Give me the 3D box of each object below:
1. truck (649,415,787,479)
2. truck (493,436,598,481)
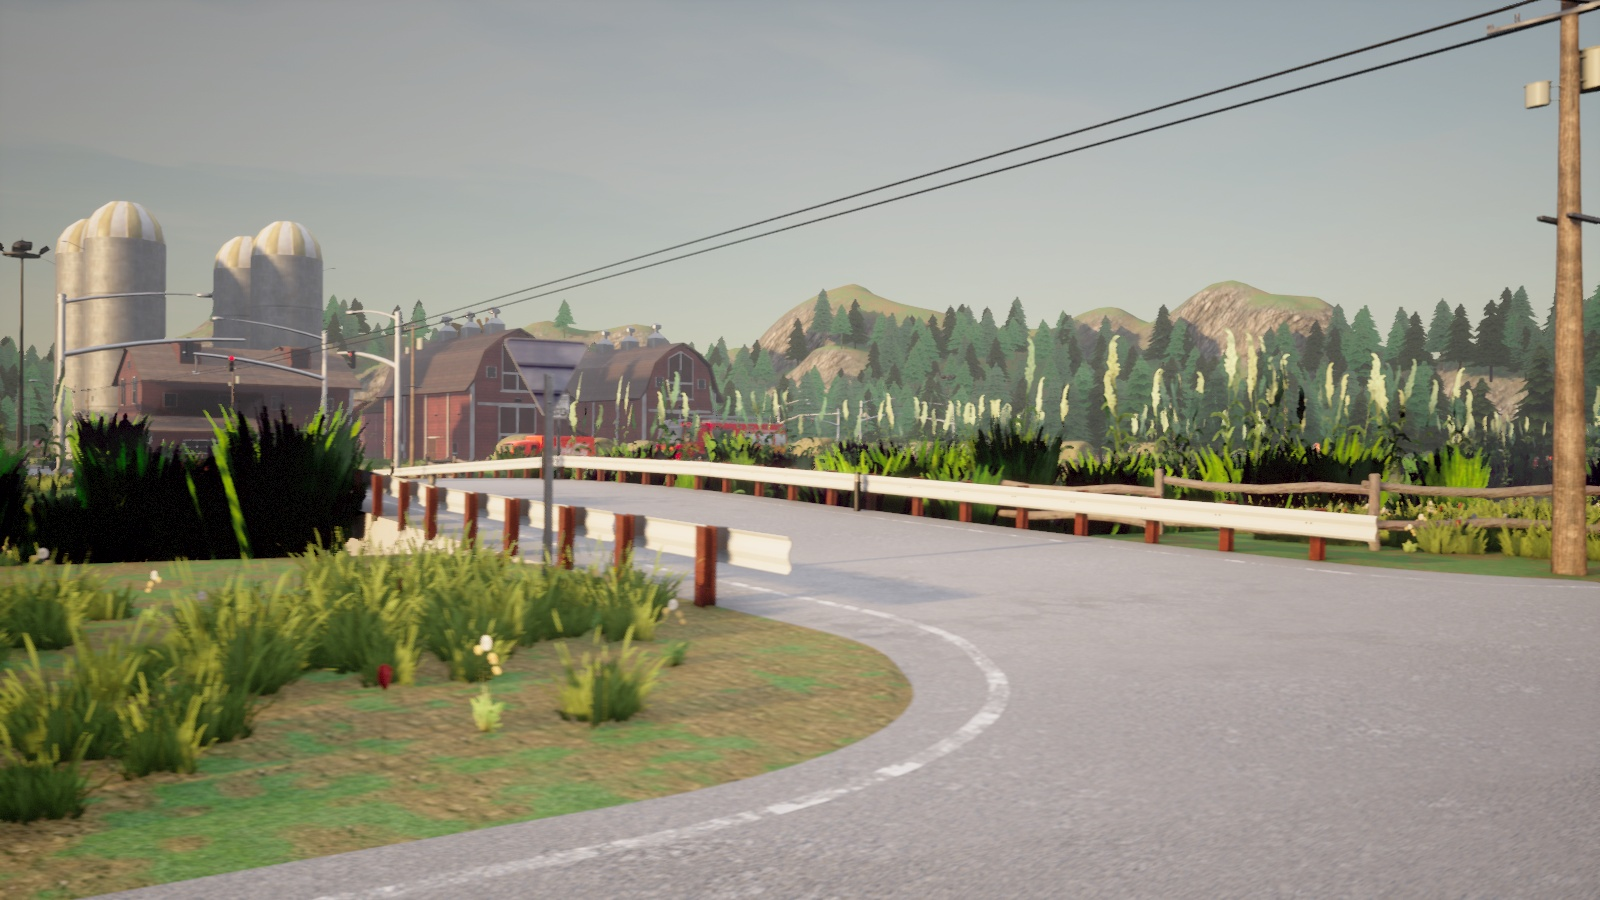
[{"bbox_3d":[-5.071,-0.189,78.717,8.468,3.827,2.891,0,0,-38],"label":"truck"},{"bbox_3d":[-14.433,0.472,71.335,5.204,2.467,2.627,0,0,-38],"label":"truck"}]
